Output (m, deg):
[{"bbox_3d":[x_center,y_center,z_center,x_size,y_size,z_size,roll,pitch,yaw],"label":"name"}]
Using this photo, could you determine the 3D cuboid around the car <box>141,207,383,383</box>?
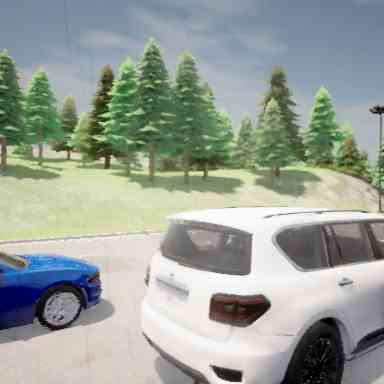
[{"bbox_3d":[1.948,1.255,5.134,5.566,2.045,2.150,1,0,-35],"label":"car"}]

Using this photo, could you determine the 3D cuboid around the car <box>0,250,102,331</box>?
[{"bbox_3d":[-3.960,1.475,5.222,5.008,1.535,1.882,1,0,-35],"label":"car"}]
